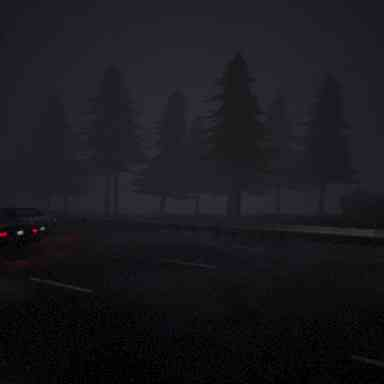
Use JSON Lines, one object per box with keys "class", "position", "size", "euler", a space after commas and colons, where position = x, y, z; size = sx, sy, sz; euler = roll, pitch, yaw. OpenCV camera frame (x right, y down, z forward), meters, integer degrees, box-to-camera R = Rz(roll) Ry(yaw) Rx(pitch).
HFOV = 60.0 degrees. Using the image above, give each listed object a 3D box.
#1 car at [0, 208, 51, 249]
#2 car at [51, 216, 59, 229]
{"class": "car", "position": [-8.053, 1.407, 12.287], "size": [5.357, 1.411, 2.033], "euler": [1, 0, 25]}
{"class": "car", "position": [-9.024, 1.422, 16.524], "size": [4.718, 1.301, 1.895], "euler": [1, 0, 24]}
